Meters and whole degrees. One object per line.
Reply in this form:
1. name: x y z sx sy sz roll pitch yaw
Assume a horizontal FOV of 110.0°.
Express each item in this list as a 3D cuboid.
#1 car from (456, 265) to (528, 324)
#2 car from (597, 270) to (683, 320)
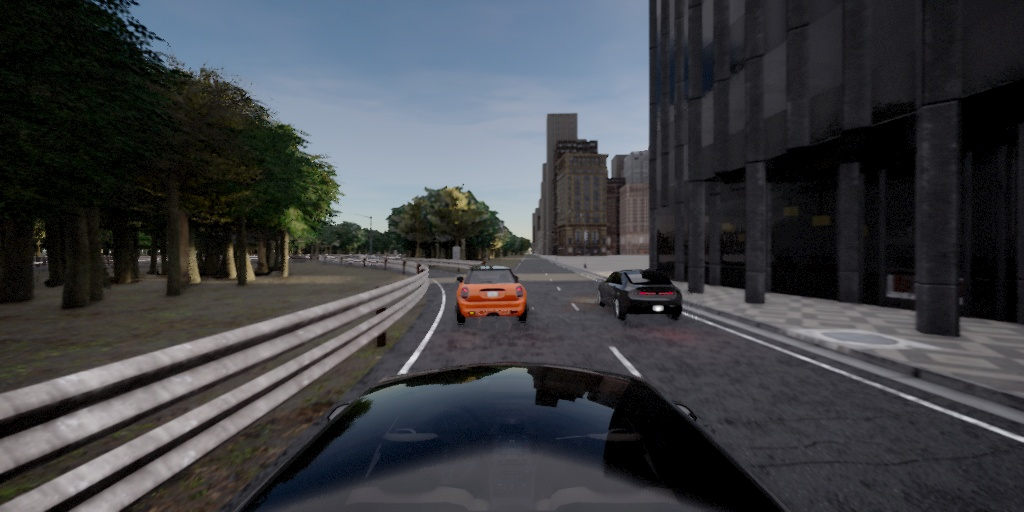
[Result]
1. car: -0.803 1.099 12.289 2.097 1.767 4.553 0 0 -7
2. car: 4.231 1.224 12.522 1.837 1.490 4.892 0 0 3
